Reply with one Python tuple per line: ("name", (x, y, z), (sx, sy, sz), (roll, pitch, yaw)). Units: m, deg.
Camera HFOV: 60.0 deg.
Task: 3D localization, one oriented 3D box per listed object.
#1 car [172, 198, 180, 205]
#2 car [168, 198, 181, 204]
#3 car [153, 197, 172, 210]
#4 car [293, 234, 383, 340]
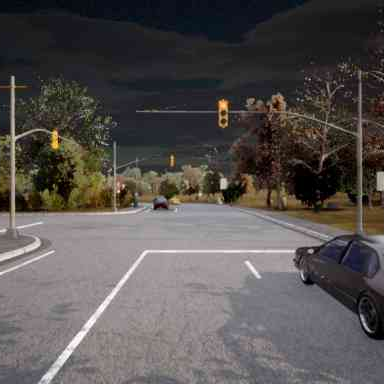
("car", (-4.137, 2.053, 71.018), (1.882, 1.535, 5.008), (0, -1, -16))
("car", (-4.423, 2.348, 83.323), (1.812, 1.442, 4.674), (0, -1, -22))
("car", (-3.973, 1.669, 43.397), (1.895, 1.301, 4.718), (0, -1, -2))
("car", (3.609, 1.546, 6.472), (2.033, 1.411, 5.357), (0, 0, 0))
